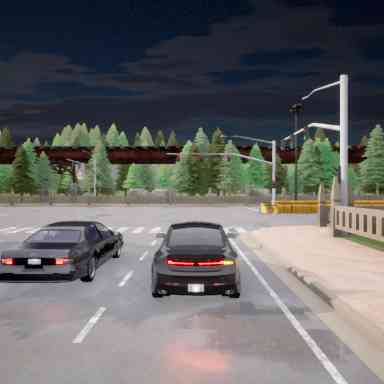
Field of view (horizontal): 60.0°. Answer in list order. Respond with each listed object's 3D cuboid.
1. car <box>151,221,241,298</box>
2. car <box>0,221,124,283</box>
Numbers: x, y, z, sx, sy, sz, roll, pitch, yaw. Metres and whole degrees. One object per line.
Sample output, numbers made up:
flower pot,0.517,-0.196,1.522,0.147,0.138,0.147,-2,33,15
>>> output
car,0.101,1.505,8.492,1.837,1.490,4.892,0,0,1
car,-3.385,1.547,9.682,2.033,1.411,5.357,0,0,0
